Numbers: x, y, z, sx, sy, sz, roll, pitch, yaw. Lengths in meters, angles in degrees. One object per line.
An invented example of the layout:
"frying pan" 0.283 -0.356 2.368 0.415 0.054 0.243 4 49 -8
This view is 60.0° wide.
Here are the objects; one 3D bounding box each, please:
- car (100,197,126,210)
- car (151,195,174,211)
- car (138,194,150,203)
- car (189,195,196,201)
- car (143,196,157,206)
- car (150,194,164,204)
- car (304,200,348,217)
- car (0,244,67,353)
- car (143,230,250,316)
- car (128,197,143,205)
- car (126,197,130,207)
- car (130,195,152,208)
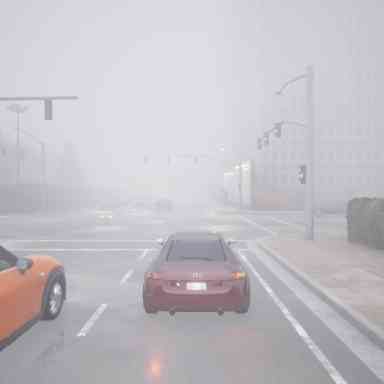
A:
"car" -10.535 1.491 43.467 2.128 1.511 4.902 0 0 1
"car" -3.337 1.476 40.287 1.882 1.535 5.008 0 0 2
"car" -10.387 1.355 72.246 2.097 1.767 4.553 0 0 0
"car" 0.132 1.552 84.548 1.994 1.385 4.181 0 0 0
"car" -6.995 1.505 56.007 1.837 1.490 4.892 0 0 0
"car" -6.922 1.352 66.085 2.097 1.767 4.553 0 0 1
"car" 13.142 1.547 31.381 4.902 1.511 2.128 0 0 0
"car" -3.433 1.352 4.461 2.097 1.767 4.553 0 0 1
"car" 0.089 1.564 7.634 1.994 1.385 4.181 0 0 0
"car" -10.460 1.601 61.916 1.895 1.301 4.718 0 0 0
"car" -10.507 1.477 52.616 1.882 1.535 5.008 0 0 0
"car" -7.012 1.352 47.065 2.097 1.767 4.553 0 0 0
